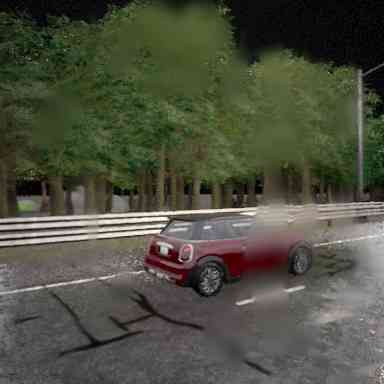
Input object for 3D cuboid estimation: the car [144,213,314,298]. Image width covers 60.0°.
[{"bbox_3d":[1.121,1.336,8.732,4.553,1.767,2.097,0,0,-35],"label":"car"}]
